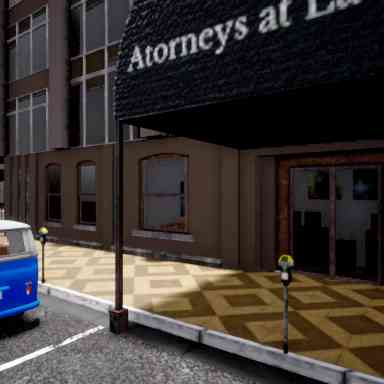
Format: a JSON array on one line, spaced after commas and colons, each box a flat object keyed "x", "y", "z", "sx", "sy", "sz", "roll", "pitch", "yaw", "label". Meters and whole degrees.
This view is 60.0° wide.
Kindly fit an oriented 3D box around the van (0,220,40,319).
[{"x": -4.484, "y": 1.341, "z": 6.066, "sx": 3.998, "sy": 1.788, "sz": 1.690, "roll": 0, "pitch": 0, "yaw": 35, "label": "van"}]
